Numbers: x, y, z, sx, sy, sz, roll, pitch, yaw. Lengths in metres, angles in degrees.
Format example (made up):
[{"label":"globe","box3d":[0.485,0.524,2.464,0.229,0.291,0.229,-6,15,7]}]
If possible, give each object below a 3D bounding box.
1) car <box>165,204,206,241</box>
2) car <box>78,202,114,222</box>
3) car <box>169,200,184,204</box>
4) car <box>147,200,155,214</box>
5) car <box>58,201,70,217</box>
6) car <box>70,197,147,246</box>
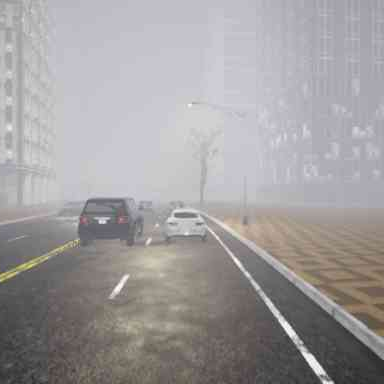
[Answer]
[{"label":"car","box3d":[-0.335,1.528,16.491,1.812,1.442,4.674,0,0,-3]},{"label":"car","box3d":[-7.693,1.575,27.120,1.994,1.385,4.181,0,0,-4]},{"label":"car","box3d":[-1.599,1.555,34.622,2.033,1.411,5.357,0,0,-5]},{"label":"car","box3d":[-4.926,1.558,35.259,2.033,1.411,5.357,0,0,-6]},{"label":"car","box3d":[-11.373,1.564,32.403,2.033,1.411,5.357,0,0,-5]},{"label":"car","box3d":[-3.530,1.226,15.361,2.150,2.045,5.566,0,0,-2]}]
